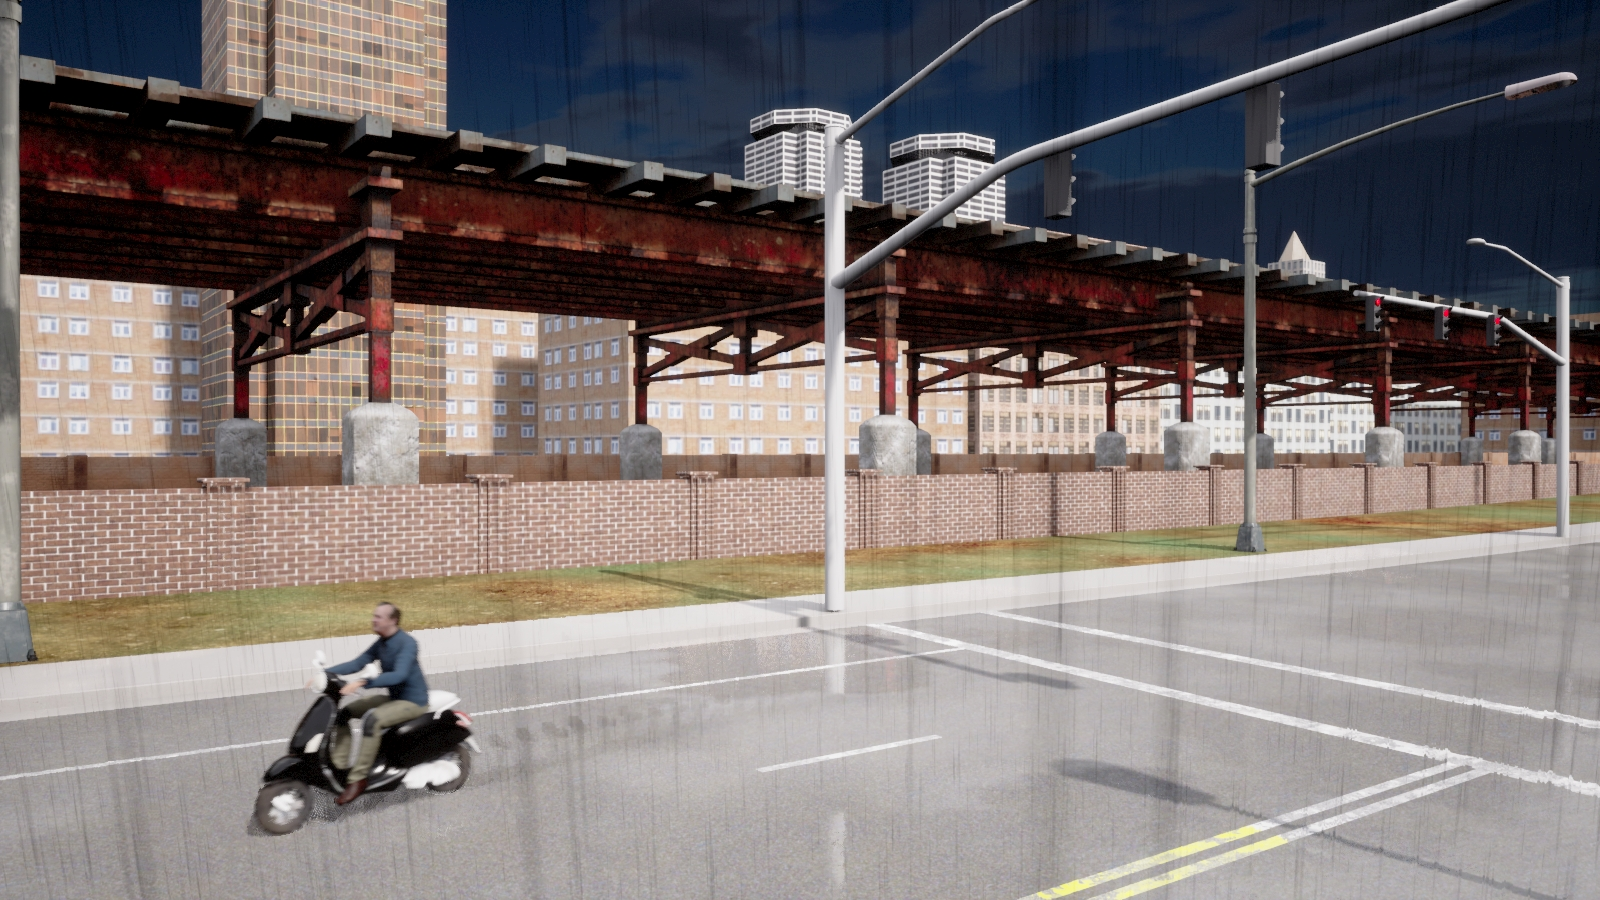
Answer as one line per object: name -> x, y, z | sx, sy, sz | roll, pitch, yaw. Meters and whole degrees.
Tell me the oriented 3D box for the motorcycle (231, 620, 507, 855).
motorcycle -> -3.297, 2.129, 8.859 | 0.856, 1.341, 1.805 | 0, 0, 42
